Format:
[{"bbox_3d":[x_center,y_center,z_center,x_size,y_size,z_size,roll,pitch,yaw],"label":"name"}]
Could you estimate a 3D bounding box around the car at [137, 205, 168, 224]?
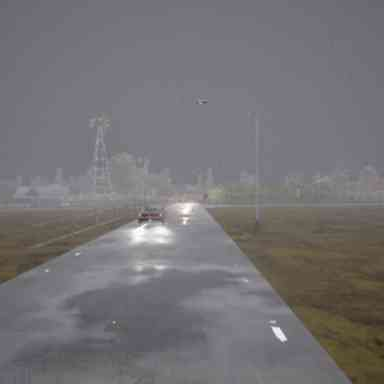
[{"bbox_3d":[-2.848,1.638,24.898,1.895,1.301,4.718,0,0,0],"label":"car"}]
